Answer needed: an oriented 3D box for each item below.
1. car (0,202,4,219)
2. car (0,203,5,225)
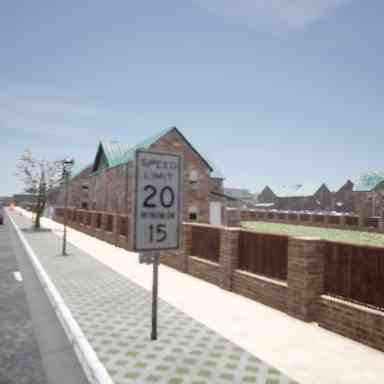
[{"bbox_3d":[-25.493,2.301,42.772,2.150,2.045,5.566,3,-3,-29],"label":"car"},{"bbox_3d":[-19.324,2.158,32.073,2.097,1.767,4.553,3,-3,-29],"label":"car"}]
